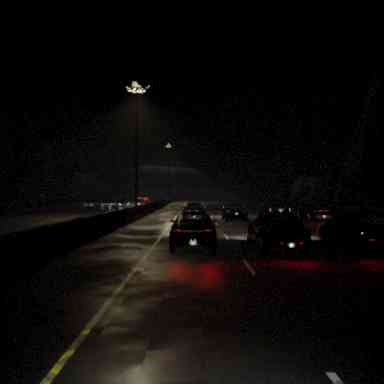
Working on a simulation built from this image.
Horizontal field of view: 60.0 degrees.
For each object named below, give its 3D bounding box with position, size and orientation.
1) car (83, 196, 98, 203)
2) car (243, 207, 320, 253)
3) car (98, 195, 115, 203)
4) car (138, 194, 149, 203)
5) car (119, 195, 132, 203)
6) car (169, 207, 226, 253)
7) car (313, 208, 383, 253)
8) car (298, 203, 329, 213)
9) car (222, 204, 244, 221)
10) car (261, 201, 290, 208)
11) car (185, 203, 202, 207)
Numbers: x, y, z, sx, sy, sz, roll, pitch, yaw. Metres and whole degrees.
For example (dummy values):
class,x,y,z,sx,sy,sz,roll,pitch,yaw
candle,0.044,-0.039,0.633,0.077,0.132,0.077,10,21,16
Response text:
class,x,y,z,sx,sy,sz,roll,pitch,yaw
car,-20.551,1.483,67.958,2.033,1.411,5.357,0,1,0
car,3.563,1.638,14.232,1.837,1.490,4.892,0,0,1
car,-17.051,1.443,67.932,1.837,1.490,4.892,0,1,0
car,-10.051,1.297,67.953,2.097,1.767,4.553,0,1,0
car,-13.552,1.442,67.907,1.837,1.490,4.892,0,1,0
car,0.063,1.624,14.244,2.128,1.511,4.902,0,0,1
car,7.065,1.657,14.287,1.812,1.442,4.674,0,0,1
car,10.672,1.692,29.170,1.837,1.490,4.892,0,0,1
car,3.675,1.749,29.221,1.994,1.385,4.181,0,0,0
car,7.169,1.534,28.980,2.097,1.767,4.553,0,0,1
car,0.172,1.693,29.245,1.837,1.490,4.892,0,0,1
